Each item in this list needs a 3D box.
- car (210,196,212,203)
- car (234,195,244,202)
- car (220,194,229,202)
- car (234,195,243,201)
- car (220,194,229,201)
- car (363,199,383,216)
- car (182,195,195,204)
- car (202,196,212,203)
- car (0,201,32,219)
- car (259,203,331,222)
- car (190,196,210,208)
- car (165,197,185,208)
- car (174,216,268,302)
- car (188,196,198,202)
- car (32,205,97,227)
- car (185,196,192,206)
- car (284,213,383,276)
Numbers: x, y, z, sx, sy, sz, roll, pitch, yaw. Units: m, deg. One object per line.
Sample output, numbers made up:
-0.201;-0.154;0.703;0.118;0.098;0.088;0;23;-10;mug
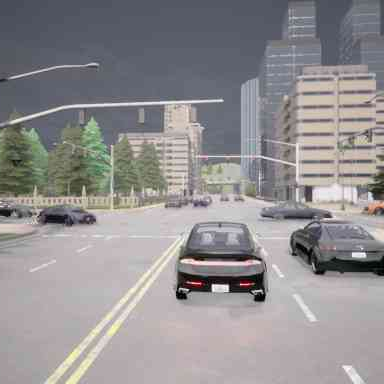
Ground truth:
2.142;1.601;58.430;1.895;1.301;4.718;0;0;6;car
10.935;1.591;76.114;1.895;1.301;4.718;0;0;5;car
7.544;1.549;77.419;1.994;1.385;4.181;0;0;5;car
11.821;1.537;85.420;2.033;1.411;5.357;0;0;5;car
8.334;1.353;85.722;2.097;1.767;4.553;0;0;5;car
19.151;1.352;32.135;4.553;1.767;2.097;0;0;7;car
-0.675;1.478;65.398;1.882;1.535;5.008;0;0;6;car
3.170;1.505;68.475;1.837;1.490;4.892;0;0;6;car
-15.767;1.492;28.137;4.902;1.511;2.128;0;0;5;car
7.982;1.548;25.893;5.357;1.411;2.033;0;0;5;car
1.255;1.601;49.309;1.895;1.301;4.718;0;0;5;car
-2.527;1.564;46.515;1.994;1.385;4.181;0;0;5;car
0.702;1.492;8.303;2.128;1.511;4.902;0;0;5;car
0.314;1.595;75.337;1.895;1.301;4.718;0;0;5;car
-8.450;1.564;22.545;4.181;1.385;1.994;0;0;29;car
-1.644;1.547;55.715;2.033;1.411;5.357;0;0;6;car
4.393;1.564;10.413;1.994;1.385;4.181;0;0;5;car
